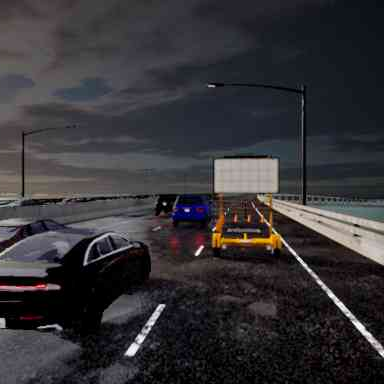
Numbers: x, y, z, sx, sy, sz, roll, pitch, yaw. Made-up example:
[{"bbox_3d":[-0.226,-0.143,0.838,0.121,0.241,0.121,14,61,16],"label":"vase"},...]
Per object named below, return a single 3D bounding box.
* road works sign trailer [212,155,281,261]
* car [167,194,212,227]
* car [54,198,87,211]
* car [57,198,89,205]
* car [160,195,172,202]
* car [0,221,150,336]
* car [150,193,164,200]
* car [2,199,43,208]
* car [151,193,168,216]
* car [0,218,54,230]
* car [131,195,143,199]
[{"bbox_3d":[1.992,0.463,12.355,2.380,3.560,2.880,0,0,8],"label":"road works sign trailer"},{"bbox_3d":[0.101,1.218,22.998,2.150,2.045,5.566,0,0,8],"label":"car"},{"bbox_3d":[-15.035,1.496,41.496,1.837,1.490,4.892,0,0,9],"label":"car"},{"bbox_3d":[-12.337,1.518,35.938,1.812,1.442,4.674,0,0,9],"label":"car"},{"bbox_3d":[-5.906,1.477,76.110,1.812,1.442,4.674,0,0,9],"label":"car"},{"bbox_3d":[-2.225,1.490,6.740,2.128,1.511,4.902,0,0,8],"label":"car"},{"bbox_3d":[-8.538,1.040,81.626,2.097,1.767,4.553,0,0,9],"label":"car"},{"bbox_3d":[-19.128,1.538,37.867,2.033,1.411,5.357,0,0,9],"label":"car"},{"bbox_3d":[-2.030,1.210,32.546,2.150,2.045,5.566,0,-1,9],"label":"car"},{"bbox_3d":[-5.216,1.545,10.584,2.033,1.411,5.357,0,0,8],"label":"car"},{"bbox_3d":[-12.742,1.447,77.676,1.837,1.490,4.892,0,0,9],"label":"car"}]
